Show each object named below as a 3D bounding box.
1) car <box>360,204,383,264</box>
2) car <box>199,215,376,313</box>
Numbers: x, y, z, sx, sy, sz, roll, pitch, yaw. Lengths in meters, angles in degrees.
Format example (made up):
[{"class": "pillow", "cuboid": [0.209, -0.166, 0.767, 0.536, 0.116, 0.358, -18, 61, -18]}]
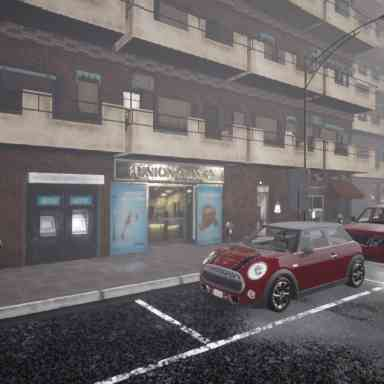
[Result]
[{"class": "car", "cuboid": [6.627, 1.320, 10.844, 5.009, 1.841, 2.192, 0, 0, -36]}, {"class": "car", "cuboid": [2.126, 1.442, 7.621, 4.097, 1.590, 1.967, 0, 0, -36]}]
